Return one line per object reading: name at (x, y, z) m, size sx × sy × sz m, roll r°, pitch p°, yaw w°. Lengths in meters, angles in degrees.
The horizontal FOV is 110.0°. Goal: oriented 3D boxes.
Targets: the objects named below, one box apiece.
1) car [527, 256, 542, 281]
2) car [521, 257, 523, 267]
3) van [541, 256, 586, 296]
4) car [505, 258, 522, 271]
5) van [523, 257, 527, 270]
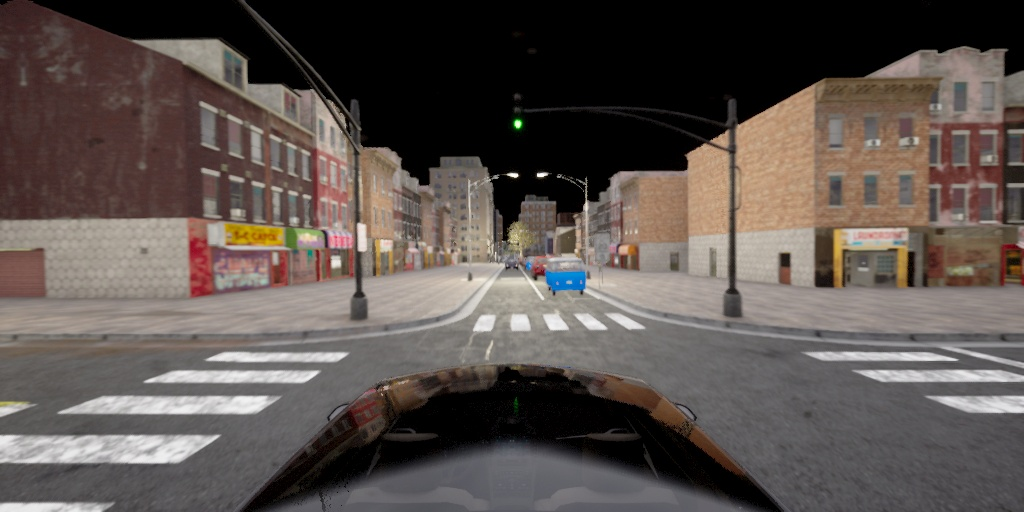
car at (2.631, 0.932, 28.750) m, size 2.192 × 1.841 × 5.009 m, roll 0°, pitch 0°, yaw 0°
car at (2.629, 1.078, 49.909) m, size 1.967 × 1.591 × 4.097 m, roll 0°, pitch 0°, yaw 0°
van at (2.632, 0.971, 18.169) m, size 1.690 × 1.789 × 3.998 m, roll 0°, pitch 0°, yaw 0°
car at (-0.014, 1.274, 48.645) m, size 1.895 × 1.301 × 4.718 m, roll -1°, pitch 0°, yaw 0°
van at (2.629, 0.969, 44.619) m, size 1.690 × 1.789 × 3.998 m, roll 0°, pitch 0°, yaw 0°
